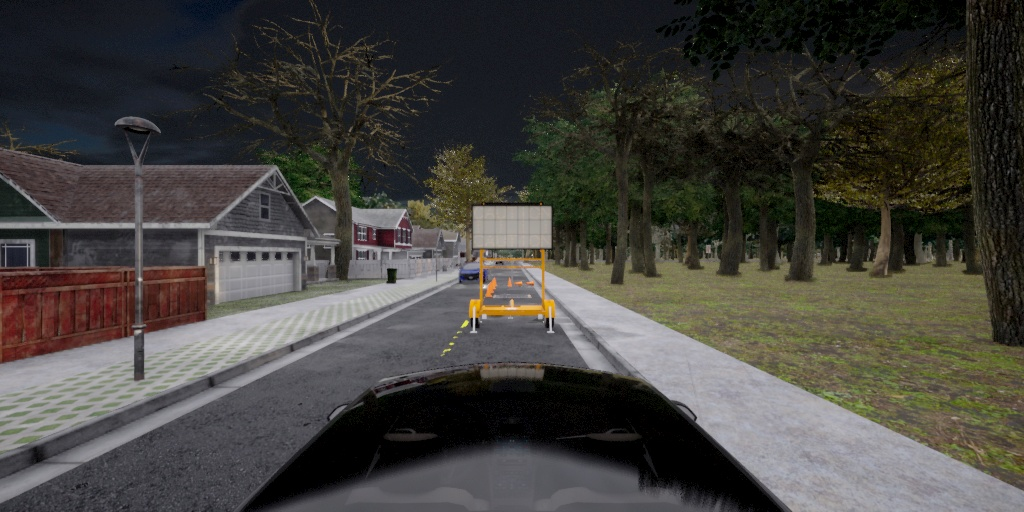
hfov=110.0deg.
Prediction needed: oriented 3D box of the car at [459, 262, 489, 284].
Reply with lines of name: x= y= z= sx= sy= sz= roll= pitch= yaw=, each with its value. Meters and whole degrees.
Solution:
car: x=-2.826 y=1.232 z=27.170 sx=1.882 sy=1.535 sz=5.008 roll=0 pitch=0 yaw=0

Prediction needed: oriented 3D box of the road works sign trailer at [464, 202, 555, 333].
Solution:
road works sign trailer: x=0.009 y=0.214 z=10.705 sx=2.380 sy=3.560 sz=2.880 roll=0 pitch=0 yaw=0
